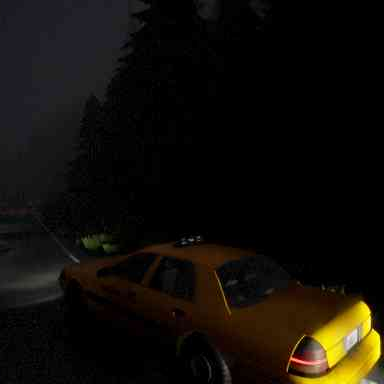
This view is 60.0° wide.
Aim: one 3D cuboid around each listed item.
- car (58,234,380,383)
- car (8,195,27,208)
[{"bbox_3d":[-0.240,1.417,5.102,5.366,1.575,1.801,1,1,45],"label":"car"},{"bbox_3d":[-21.012,1.057,40.140,2.128,1.511,4.902,-2,2,-26],"label":"car"}]
